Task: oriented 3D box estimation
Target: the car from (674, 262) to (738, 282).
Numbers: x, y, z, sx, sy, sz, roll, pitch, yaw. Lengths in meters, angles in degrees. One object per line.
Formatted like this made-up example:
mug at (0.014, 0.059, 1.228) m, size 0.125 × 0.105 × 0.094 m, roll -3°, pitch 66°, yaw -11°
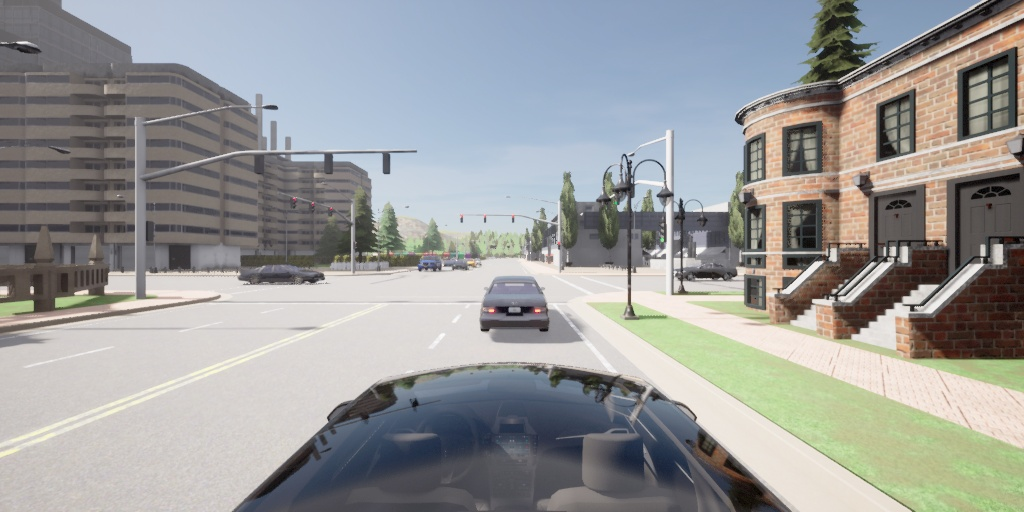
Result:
car at (15.424, 1.241, 28.809) m, size 4.902 × 1.511 × 2.128 m, roll 0°, pitch 0°, yaw -1°

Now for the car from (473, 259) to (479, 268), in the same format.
car at (-7.135, 1.227, 60.748) m, size 1.882 × 1.535 × 5.008 m, roll 0°, pitch 0°, yaw 0°

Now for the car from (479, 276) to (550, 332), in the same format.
car at (0.072, 1.297, 10.846) m, size 2.033 × 1.411 × 5.357 m, roll 0°, pitch 0°, yaw 0°

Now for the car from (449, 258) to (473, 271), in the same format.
car at (-7.135, 1.313, 50.272) m, size 1.994 × 1.385 × 4.181 m, roll 0°, pitch 0°, yaw 0°

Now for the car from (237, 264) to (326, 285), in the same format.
car at (-16.250, 1.297, 25.381) m, size 5.357 × 1.411 × 2.033 m, roll 0°, pitch 0°, yaw 0°

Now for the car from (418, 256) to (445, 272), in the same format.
car at (-10.640, 0.971, 46.874) m, size 2.150 × 2.045 × 5.566 m, roll 0°, pitch 0°, yaw 0°

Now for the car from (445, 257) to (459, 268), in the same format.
car at (-10.631, 1.297, 62.588) m, size 2.033 × 1.411 × 5.357 m, roll 0°, pitch 0°, yaw 0°
